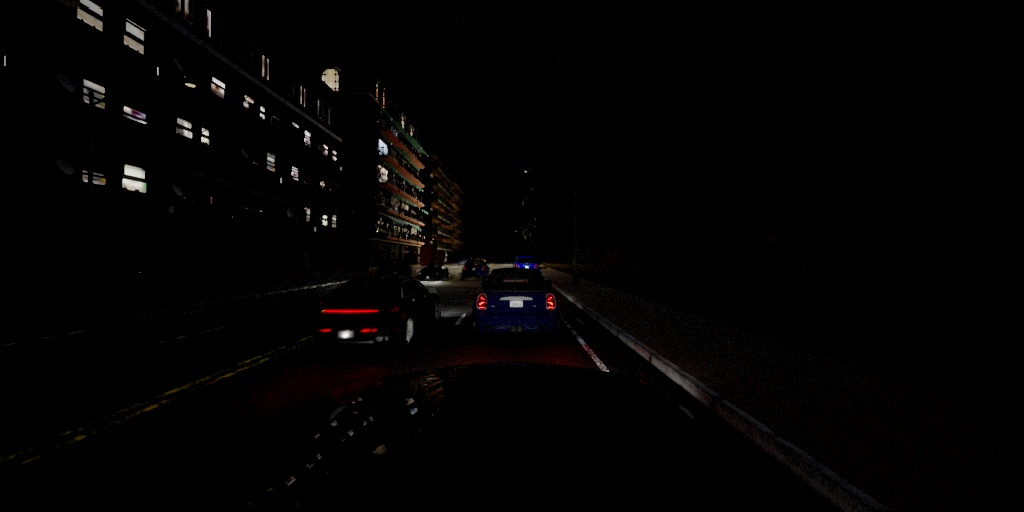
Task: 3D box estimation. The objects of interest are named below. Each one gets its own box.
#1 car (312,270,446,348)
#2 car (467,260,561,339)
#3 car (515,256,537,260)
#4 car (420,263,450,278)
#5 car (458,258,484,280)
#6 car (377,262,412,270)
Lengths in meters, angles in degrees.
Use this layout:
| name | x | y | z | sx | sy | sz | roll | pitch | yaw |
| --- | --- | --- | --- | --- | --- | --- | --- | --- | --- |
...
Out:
| name | x | y | z | sx | sy | sz | roll | pitch | yaw |
| --- | --- | --- | --- | --- | --- | --- | --- | --- | --- |
| car | -3.148 | 1.255 | 9.212 | 1.837 | 1.490 | 4.892 | 0 | -1 | 0 |
| car | 0.102 | 1.104 | 10.228 | 2.097 | 1.767 | 4.553 | 0 | 0 | 0 |
| car | 1.149 | 0.980 | 30.181 | 2.150 | 2.045 | 5.566 | 0 | 0 | 0 |
| car | -6.590 | 1.302 | 30.703 | 2.033 | 1.411 | 5.357 | 0 | 0 | 0 |
| car | -3.135 | 1.107 | 31.695 | 2.097 | 1.767 | 4.553 | 0 | 0 | 0 |
| car | -9.840 | 1.233 | 30.133 | 1.882 | 1.535 | 5.008 | 0 | 0 | 0 |
